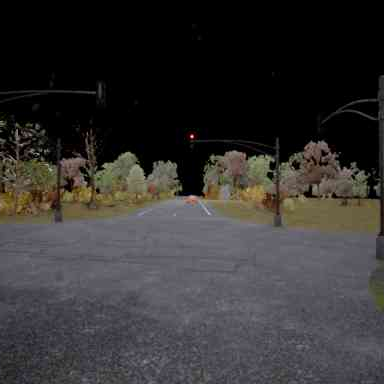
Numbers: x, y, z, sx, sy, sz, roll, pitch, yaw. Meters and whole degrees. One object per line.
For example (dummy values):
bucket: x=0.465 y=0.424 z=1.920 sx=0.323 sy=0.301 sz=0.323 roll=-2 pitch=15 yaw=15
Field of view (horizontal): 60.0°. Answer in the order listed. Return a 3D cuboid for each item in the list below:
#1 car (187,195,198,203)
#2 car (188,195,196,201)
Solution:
car: x=0.061 y=1.421 z=68.025 sx=2.097 sy=1.767 sz=4.553 roll=0 pitch=0 yaw=0
car: x=0.070 y=1.446 z=78.060 sx=1.812 sy=1.442 sz=4.674 roll=0 pitch=0 yaw=0
